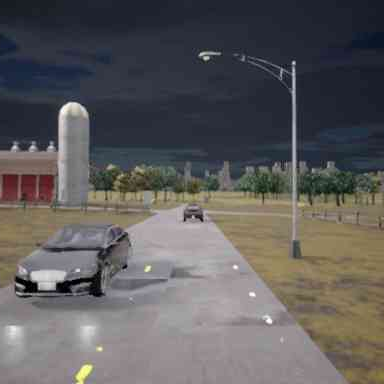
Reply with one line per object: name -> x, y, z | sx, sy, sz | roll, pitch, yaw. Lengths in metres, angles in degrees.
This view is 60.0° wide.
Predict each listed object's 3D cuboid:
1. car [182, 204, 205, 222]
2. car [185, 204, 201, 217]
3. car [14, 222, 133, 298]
car -> 0.115, 1.989, 31.399 | 1.837, 1.490, 4.892 | 0, -1, 0
car -> 0.108, 2.219, 41.529 | 1.812, 1.442, 4.674 | 0, -1, 0
car -> -2.845, 1.615, 8.976 | 2.128, 1.511, 4.902 | 0, -1, 0
